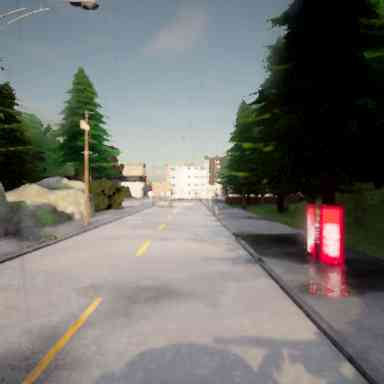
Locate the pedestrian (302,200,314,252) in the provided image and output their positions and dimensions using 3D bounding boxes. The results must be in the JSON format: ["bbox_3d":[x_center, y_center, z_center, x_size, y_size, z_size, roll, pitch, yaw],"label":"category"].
[{"bbox_3d":[4.251,1.199,11.828,0.375,1.860,0.375,0,0,0],"label":"pedestrian"}]

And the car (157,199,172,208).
[{"bbox_3d":[-4.079,1.637,49.497,1.895,1.301,4.718,0,0,1],"label":"car"}]

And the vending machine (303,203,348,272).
[{"bbox_3d":[4.296,1.424,10.777,1.100,2.100,0.880,0,0,0],"label":"vending machine"}]
